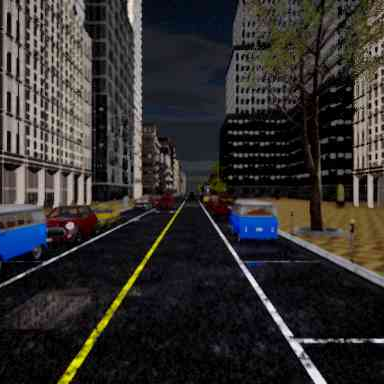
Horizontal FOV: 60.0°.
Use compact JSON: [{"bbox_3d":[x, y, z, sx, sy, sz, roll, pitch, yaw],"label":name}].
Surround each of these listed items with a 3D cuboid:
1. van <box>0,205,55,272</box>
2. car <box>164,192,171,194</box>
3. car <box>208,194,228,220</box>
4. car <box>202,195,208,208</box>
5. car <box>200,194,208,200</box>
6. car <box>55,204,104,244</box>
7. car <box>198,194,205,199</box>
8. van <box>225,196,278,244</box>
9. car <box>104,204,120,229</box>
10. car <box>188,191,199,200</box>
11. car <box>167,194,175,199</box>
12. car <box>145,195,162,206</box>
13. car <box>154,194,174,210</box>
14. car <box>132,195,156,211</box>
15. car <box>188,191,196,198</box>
[{"bbox_3d":[-5.684,1.293,9.539,1.690,1.788,3.998,0,0,0],"label":"van"},{"bbox_3d":[-5.684,0.978,77.808,2.192,1.841,5.009,0,0,0],"label":"car"},{"bbox_3d":[2.706,1.187,26.581,2.192,1.841,5.009,0,0,0],"label":"car"},{"bbox_3d":[2.678,1.380,43.649,1.802,1.307,4.206,0,0,0],"label":"car"},{"bbox_3d":[3.001,1.176,62.414,1.801,1.575,5.366,0,0,0],"label":"car"},{"bbox_3d":[-5.685,1.365,15.229,1.967,1.590,4.097,0,0,0],"label":"car"},{"bbox_3d":[2.662,1.187,94.850,1.802,1.307,4.206,0,0,0],"label":"car"},{"bbox_3d":[2.704,1.266,15.203,1.690,1.788,3.998,0,0,0],"label":"van"},{"bbox_3d":[-5.685,1.424,20.748,1.752,1.417,4.829,0,0,0],"label":"car"},{"bbox_3d":[0.001,0.984,75.792,1.837,1.490,4.892,0,0,0],"label":"car"},{"bbox_3d":[-5.685,1.168,89.187,1.887,1.381,4.507,0,0,0],"label":"car"},{"bbox_3d":[-5.684,1.214,49.363,1.967,1.590,4.097,0,0,0],"label":"car"},{"bbox_3d":[-3.093,1.296,38.893,1.882,1.535,5.008,0,0,0],"label":"car"},{"bbox_3d":[-5.685,1.373,37.986,2.008,1.369,4.403,0,0,0],"label":"car"},{"bbox_3d":[0.002,0.736,94.716,2.150,2.045,5.566,0,0,0],"label":"car"}]
